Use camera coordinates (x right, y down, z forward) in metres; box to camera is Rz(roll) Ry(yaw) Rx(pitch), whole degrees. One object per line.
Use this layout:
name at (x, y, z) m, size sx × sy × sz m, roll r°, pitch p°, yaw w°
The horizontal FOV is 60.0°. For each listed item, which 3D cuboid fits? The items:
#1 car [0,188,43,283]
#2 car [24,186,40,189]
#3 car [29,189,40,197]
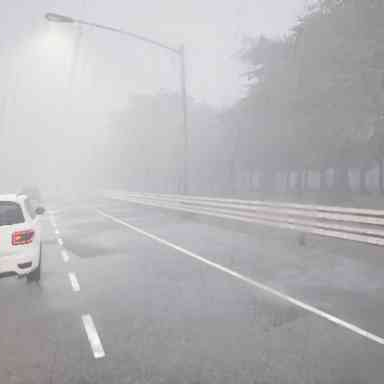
car at (-5.170, 1.068, 8.697) m, size 2.150 × 2.045 × 5.566 m, roll -2°, pitch 2°, yaw -25°
car at (-21.243, 0.378, 43.888) m, size 2.150 × 2.045 × 5.566 m, roll -2°, pitch 2°, yaw -24°
car at (-33.320, 0.189, 70.357) m, size 1.994 × 1.385 × 4.181 m, roll -2°, pitch 2°, yaw -24°
